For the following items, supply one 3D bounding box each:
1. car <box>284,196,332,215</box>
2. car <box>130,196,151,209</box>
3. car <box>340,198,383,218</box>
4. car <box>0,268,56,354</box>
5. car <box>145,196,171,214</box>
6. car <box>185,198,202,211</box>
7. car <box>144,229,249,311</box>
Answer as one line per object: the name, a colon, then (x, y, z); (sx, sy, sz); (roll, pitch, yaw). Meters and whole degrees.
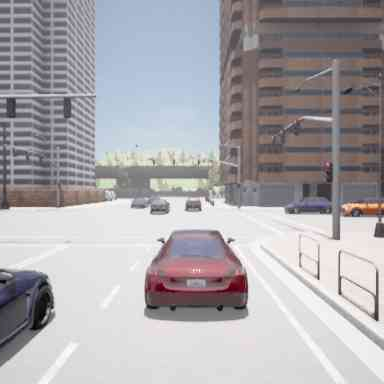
car: (11.601, 1.316, 33.239); (4.553, 1.767, 2.097); (0, 0, 2)
car: (-7.004, 1.477, 44.470); (1.812, 1.442, 4.674); (0, 0, 0)
car: (15.571, 1.320, 29.651); (4.553, 1.767, 2.097); (0, 0, 1)
car: (-3.432, 1.559, 4.247); (1.994, 1.385, 4.181); (0, 0, 1)
car: (-3.336, 1.509, 35.389); (2.033, 1.411, 5.357); (0, 0, 0)
car: (0.173, 1.447, 40.802); (2.128, 1.511, 4.902); (0, 0, 0)
car: (0.094, 1.555, 7.815); (1.994, 1.385, 4.181); (0, 0, 1)
